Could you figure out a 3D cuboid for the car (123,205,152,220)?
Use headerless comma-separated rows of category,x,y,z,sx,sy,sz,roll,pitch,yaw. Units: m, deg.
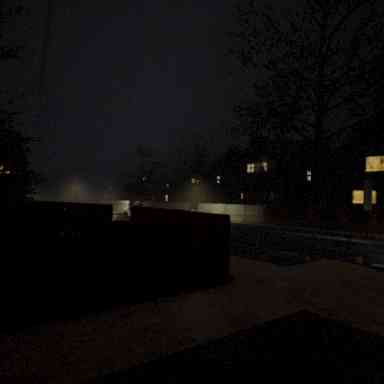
car,-4.874,1.932,31.905,1.812,1.442,4.674,2,-2,-35

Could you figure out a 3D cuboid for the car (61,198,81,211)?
car,-19.171,1.933,52.467,2.150,2.045,5.566,2,-3,-35
